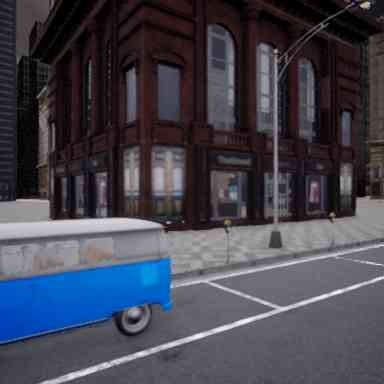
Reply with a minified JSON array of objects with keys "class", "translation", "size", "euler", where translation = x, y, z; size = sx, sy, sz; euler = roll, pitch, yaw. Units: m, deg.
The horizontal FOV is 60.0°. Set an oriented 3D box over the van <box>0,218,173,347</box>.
[{"class":"van","translation":[-2.227,1.339,5.058],"size":[3.998,1.788,1.690],"euler":[0,0,-36]}]
